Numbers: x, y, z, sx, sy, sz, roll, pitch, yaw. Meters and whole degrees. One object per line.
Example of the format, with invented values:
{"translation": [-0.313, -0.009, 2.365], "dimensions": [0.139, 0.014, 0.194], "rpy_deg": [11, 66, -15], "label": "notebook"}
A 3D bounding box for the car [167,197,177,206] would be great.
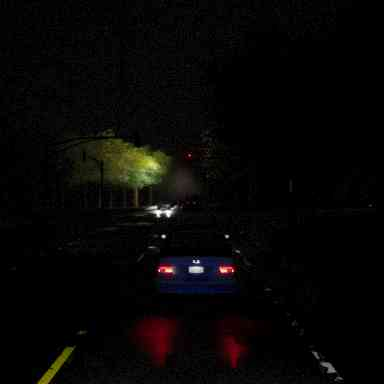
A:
{"translation": [-4.741, 2.225, 79.284], "dimensions": [2.150, 2.045, 5.566], "rpy_deg": [0, -1, -1], "label": "car"}

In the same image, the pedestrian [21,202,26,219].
{"translation": [-18.091, 1.917, 35.611], "dimensions": [0.375, 1.860, 0.375], "rpy_deg": [0, 1, 2], "label": "pedestrian"}

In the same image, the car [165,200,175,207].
{"translation": [-4.509, 2.310, 68.824], "dimensions": [1.994, 1.385, 4.181], "rpy_deg": [0, -1, -1], "label": "car"}

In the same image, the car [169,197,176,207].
{"translation": [-4.355, 1.910, 58.875], "dimensions": [2.097, 1.767, 4.553], "rpy_deg": [0, -1, -1], "label": "car"}

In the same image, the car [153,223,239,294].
{"translation": [0.089, 1.550, 8.940], "dimensions": [2.033, 1.411, 5.357], "rpy_deg": [0, 0, 0], "label": "car"}

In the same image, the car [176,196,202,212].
{"translation": [-0.212, 1.494, 42.806], "dimensions": [2.150, 2.045, 5.566], "rpy_deg": [-1, -1, -11], "label": "car"}

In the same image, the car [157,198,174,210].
{"translation": [-4.169, 2.000, 49.771], "dimensions": [1.895, 1.301, 4.718], "rpy_deg": [0, -1, -1], "label": "car"}

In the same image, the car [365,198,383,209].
{"translation": [18.533, 0.819, 30.328], "dimensions": [4.718, 1.301, 1.895], "rpy_deg": [-2, -1, 2], "label": "car"}
